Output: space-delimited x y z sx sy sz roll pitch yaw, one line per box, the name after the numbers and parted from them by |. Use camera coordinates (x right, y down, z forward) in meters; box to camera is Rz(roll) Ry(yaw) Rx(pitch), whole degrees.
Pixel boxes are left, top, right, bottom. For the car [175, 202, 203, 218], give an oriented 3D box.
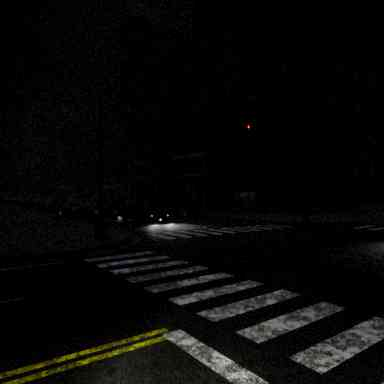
-0.689 1.581 30.338 1.947 1.339 4.313 0 0 -35 | car

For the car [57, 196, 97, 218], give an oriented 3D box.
-10.422 1.421 30.173 1.967 1.590 4.097 0 0 -35 | car

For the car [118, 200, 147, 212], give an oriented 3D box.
-7.083 1.594 39.317 1.802 1.307 4.206 0 0 -35 | car

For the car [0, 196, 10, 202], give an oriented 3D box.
-42.389 1.598 75.063 1.802 1.307 4.206 0 0 -35 | car

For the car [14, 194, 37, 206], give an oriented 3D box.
-26.405 1.430 52.617 1.967 1.590 4.097 0 0 -35 | car

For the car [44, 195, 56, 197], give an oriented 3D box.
-29.458 1.478 70.739 1.967 1.590 4.097 0 0 -35 | car

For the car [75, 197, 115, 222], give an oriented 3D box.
-7.226 1.423 25.684 1.967 1.590 4.097 0 0 -35 | car

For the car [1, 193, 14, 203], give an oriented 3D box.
-39.192 1.556 70.573 1.887 1.381 4.507 0 0 -35 | car

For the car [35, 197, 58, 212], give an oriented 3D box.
-16.816 1.563 39.150 1.802 1.307 4.206 0 0 -35 | car

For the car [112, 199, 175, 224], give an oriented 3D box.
-3.788 1.541 25.200 2.033 1.411 5.357 0 0 -37 | car

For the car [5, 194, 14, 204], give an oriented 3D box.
-32.799 1.551 61.595 2.008 1.369 4.403 0 0 -35 | car

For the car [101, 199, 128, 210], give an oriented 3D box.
-10.279 1.579 43.806 1.947 1.339 4.313 0 0 -35 | car

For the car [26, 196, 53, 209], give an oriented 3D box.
-20.012 1.534 43.639 2.008 1.369 4.403 0 0 -35 | car

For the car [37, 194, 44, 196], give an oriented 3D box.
-35.851 1.488 79.718 1.967 1.590 4.097 0 0 -35 | car
